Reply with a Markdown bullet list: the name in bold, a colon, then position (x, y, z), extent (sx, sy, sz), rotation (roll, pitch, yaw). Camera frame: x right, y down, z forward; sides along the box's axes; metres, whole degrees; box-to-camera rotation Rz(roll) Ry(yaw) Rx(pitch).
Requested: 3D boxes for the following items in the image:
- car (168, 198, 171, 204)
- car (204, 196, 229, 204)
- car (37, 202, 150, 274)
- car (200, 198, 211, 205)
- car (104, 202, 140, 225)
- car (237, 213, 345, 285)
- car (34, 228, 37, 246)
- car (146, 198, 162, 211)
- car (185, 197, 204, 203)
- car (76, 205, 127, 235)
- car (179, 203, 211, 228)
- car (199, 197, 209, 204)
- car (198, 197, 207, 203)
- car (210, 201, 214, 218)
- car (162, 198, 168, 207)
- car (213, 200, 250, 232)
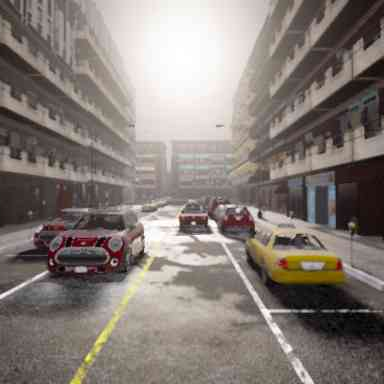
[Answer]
- **car**: position (-5.289, 1.738, 59.122), extent (1.752, 1.417, 4.829), rotation (1, 0, 0)
- **car**: position (2.576, 1.410, 31.503), extent (2.192, 1.841, 5.009), rotation (1, 0, 0)
- **car**: position (-2.800, 1.379, 10.689), extent (2.097, 1.767, 4.553), rotation (0, 0, 1)
- **car**: position (2.570, 1.808, 64.881), extent (1.947, 1.339, 4.313), rotation (1, 0, 0)
- **car**: position (-5.306, 1.600, 25.737), extent (1.752, 1.417, 4.829), rotation (1, 0, 0)
- **car**: position (2.575, 1.549, 9.416), extent (1.752, 1.417, 4.829), rotation (1, 0, 0)
- **car**: position (-5.304, 1.480, 14.780), extent (1.967, 1.590, 4.097), rotation (1, 0, 0)
- **car**: position (-5.313, 1.663, 42.430), extent (1.752, 1.417, 4.829), rotation (1, 0, 0)
- **car**: position (0.098, 1.697, 41.409), extent (1.994, 1.385, 4.181), rotation (0, 0, 0)
- **car**: position (-5.306, 1.582, 20.173), extent (1.752, 1.417, 4.829), rotation (1, 0, 0)
- **car**: position (0.102, 1.666, 22.913), extent (1.895, 1.301, 4.718), rotation (0, 0, 0)
- **car**: position (2.569, 1.816, 70.446), extent (1.887, 1.381, 4.507), rotation (1, 0, 0)
- **car**: position (2.569, 1.901, 81.573), extent (1.947, 1.339, 4.313), rotation (1, 0, 0)
- **car**: position (2.573, 1.657, 25.937), extent (1.802, 1.307, 4.206), rotation (1, 0, 0)
- **car**: position (-5.298, 1.712, 53.558), extent (1.752, 1.417, 4.829), rotation (1, 0, 0)
- **car**: position (2.575, 1.497, 20.373), extent (1.967, 1.590, 4.097), rotation (1, 0, 0)
